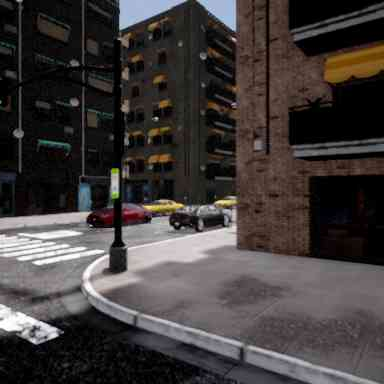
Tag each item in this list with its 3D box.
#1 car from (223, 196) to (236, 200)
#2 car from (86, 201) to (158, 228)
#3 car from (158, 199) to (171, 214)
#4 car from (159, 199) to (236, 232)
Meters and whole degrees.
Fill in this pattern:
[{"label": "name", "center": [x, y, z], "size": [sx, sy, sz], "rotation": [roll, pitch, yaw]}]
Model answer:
[{"label": "car", "center": [4.094, 1.113, 36.602], "size": [1.752, 1.417, 4.829], "rotation": [1, 1, 36]}, {"label": "car", "center": [-4.452, 1.368, 20.737], "size": [1.994, 1.385, 4.181], "rotation": [0, 1, 36]}, {"label": "car", "center": [-2.594, 1.254, 27.443], "size": [1.752, 1.417, 4.829], "rotation": [1, 1, 36]}, {"label": "car", "center": [0.543, 1.334, 18.378], "size": [2.008, 1.369, 4.403], "rotation": [1, 1, 36]}]
